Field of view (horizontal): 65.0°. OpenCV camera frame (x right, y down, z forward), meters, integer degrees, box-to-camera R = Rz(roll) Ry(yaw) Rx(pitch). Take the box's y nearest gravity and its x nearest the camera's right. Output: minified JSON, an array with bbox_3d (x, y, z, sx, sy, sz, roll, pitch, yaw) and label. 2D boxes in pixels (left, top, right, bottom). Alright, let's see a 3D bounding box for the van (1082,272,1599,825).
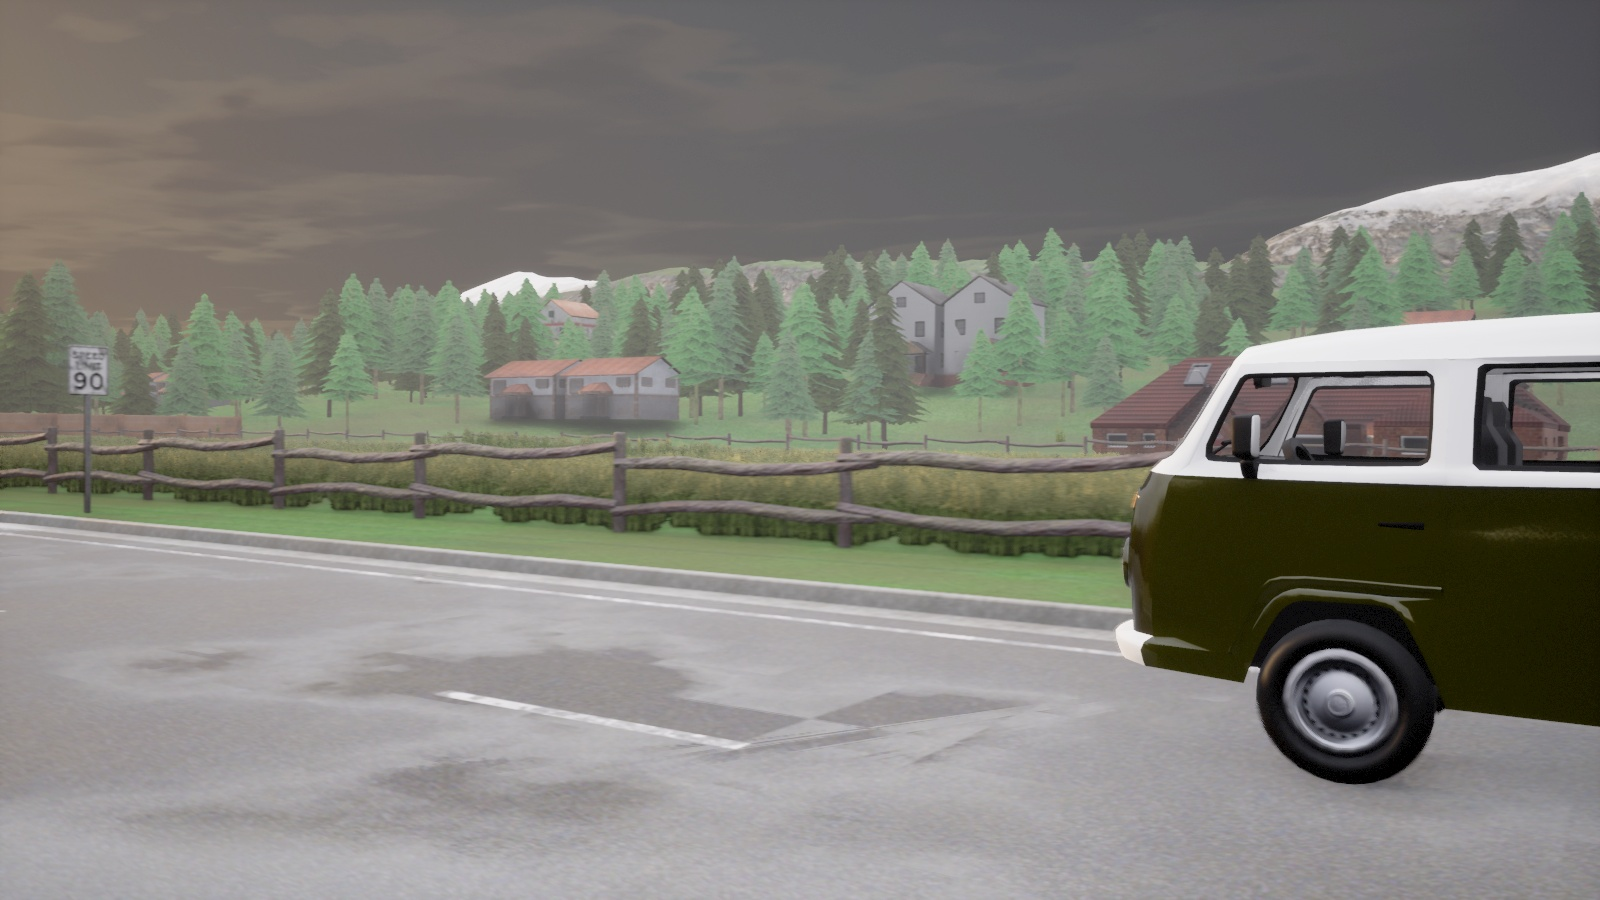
[{"bbox_3d":[3.728,0.348,5.343,4.480,2.038,2.069,0,1,34],"label":"van"}]
